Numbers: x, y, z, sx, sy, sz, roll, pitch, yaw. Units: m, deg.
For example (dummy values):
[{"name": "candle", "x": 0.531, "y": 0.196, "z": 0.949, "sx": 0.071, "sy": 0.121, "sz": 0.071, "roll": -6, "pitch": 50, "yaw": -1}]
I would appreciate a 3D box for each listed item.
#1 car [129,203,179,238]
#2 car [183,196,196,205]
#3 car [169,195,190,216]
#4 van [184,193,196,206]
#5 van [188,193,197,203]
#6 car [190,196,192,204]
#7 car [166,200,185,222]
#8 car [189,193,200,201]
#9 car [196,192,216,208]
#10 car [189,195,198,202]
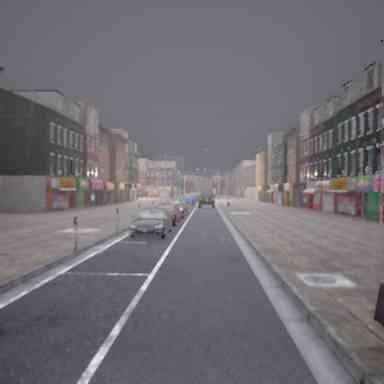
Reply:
[{"name": "car", "x": -1.974, "y": 1.470, "z": 16.826, "sx": 2.008, "sy": 1.369, "sz": 4.403, "roll": 0, "pitch": 0, "yaw": 2}, {"name": "car", "x": -0.321, "y": 1.369, "z": 54.827, "sx": 1.947, "sy": 1.339, "sz": 4.313, "roll": 0, "pitch": 0, "yaw": 2}, {"name": "car", "x": -1.501, "y": 1.323, "z": 27.683, "sx": 1.967, "sy": 1.590, "sz": 4.097, "roll": 0, "pitch": 0, "yaw": 2}, {"name": "van", "x": -0.557, "y": 1.159, "z": 49.398, "sx": 1.690, "sy": 1.788, "sz": 3.998, "roll": 0, "pitch": 0, "yaw": 2}, {"name": "van", "x": 0.152, "y": 1.116, "z": 65.684, "sx": 1.690, "sy": 1.788, "sz": 3.998, "roll": 0, "pitch": 0, "yaw": 2}, {"name": "car", "x": -1.273, "y": 1.392, "z": 32.942, "sx": 1.752, "sy": 1.417, "sz": 4.829, "roll": 0, "pitch": 0, "yaw": 2}, {"name": "car", "x": -1.737, "y": 1.446, "z": 22.254, "sx": 1.887, "sy": 1.381, "sz": 4.507, "roll": 0, "pitch": 0, "yaw": 2}, {"name": "car", "x": 0.623, "y": 1.064, "z": 76.541, "sx": 2.192, "sy": 1.841, "sz": 5.009, "roll": 0, "pitch": 0, "yaw": 2}, {"name": "car", "x": 1.985, "y": 1.075, "z": 44.724, "sx": 2.150, "sy": 2.045, "sz": 5.566, "roll": 0, "pitch": 0, "yaw": 3}, {"name": "car", "x": 0.387, "y": 1.306, "z": 71.113, "sx": 1.887, "sy": 1.381, "sz": 4.507, "roll": 0, "pitch": 0, "yaw": 2}]
